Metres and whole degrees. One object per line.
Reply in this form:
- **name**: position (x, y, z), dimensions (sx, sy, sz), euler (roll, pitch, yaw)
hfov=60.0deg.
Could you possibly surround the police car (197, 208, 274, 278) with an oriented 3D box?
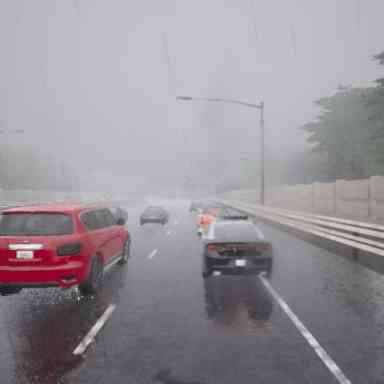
- **police car**: position (1.233, 1.555, 10.737), dimensions (1.930, 1.638, 5.238), euler (0, -1, 1)

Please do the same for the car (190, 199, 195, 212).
- **car**: position (0.692, 1.997, 45.796), dimensions (1.994, 1.385, 4.181), euler (0, 0, 1)

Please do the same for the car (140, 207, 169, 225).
- **car**: position (-2.981, 1.886, 27.173), dimensions (1.994, 1.385, 4.181), euler (0, 0, 1)

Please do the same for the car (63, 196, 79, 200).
- **car**: position (-23.550, 1.878, 64.611), dimensions (2.150, 2.045, 5.566), euler (0, 0, 1)

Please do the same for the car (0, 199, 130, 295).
- **car**: position (-3.240, 1.354, 9.233), dimensions (2.150, 2.045, 5.566), euler (0, -1, 1)

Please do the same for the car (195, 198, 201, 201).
- **car**: position (1.459, 1.647, 26.593), dimensions (2.097, 1.767, 4.553), euler (0, 0, 1)

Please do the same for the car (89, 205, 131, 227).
- **car**: position (-6.486, 1.885, 26.911), dimensions (2.033, 1.411, 5.357), euler (0, 0, 1)

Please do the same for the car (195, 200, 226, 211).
- **car**: position (1.373, 1.590, 20.594), dimensions (2.097, 1.767, 4.553), euler (0, -1, 1)
